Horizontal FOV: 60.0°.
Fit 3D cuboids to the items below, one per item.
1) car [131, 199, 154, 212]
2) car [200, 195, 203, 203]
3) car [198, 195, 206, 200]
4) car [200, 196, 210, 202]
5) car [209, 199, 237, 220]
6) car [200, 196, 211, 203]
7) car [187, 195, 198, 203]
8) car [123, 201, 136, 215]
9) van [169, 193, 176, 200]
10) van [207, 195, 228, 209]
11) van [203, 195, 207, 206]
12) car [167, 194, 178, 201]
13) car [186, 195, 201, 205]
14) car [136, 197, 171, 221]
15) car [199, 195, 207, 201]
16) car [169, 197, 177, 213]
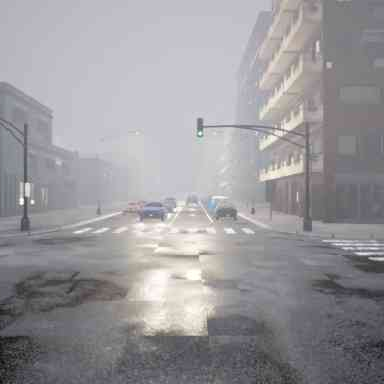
[{"bbox_3d":[-5.660,1.532,38.609,1.887,1.381,4.507,1,0,0],"label":"car"},{"bbox_3d":[2.729,1.499,55.553,1.752,1.417,4.829,1,0,0],"label":"car"},{"bbox_3d":[2.748,1.466,94.449,2.008,1.369,4.403,1,0,0],"label":"car"},{"bbox_3d":[2.737,1.518,72.126,1.947,1.339,4.313,1,0,0],"label":"car"},{"bbox_3d":[2.715,1.544,27.480,2.008,1.369,4.403,1,0,0],"label":"car"},{"bbox_3d":[2.734,1.526,66.545,1.947,1.339,4.313,1,0,0],"label":"car"},{"bbox_3d":[0.031,1.450,67.389,2.128,1.511,4.902,0,0,0],"label":"car"},{"bbox_3d":[-5.663,1.572,33.028,1.802,1.307,4.206,1,0,0],"label":"car"},{"bbox_3d":[-5.629,1.256,94.411,1.690,1.788,3.998,1,0,0],"label":"van"},{"bbox_3d":[2.720,1.332,33.060,1.690,1.788,3.998,1,0,0],"label":"van"},{"bbox_3d":[2.726,1.325,44.222,1.690,1.788,3.998,1,0,0],"label":"van"},{"bbox_3d":[-3.057,1.485,46.949,1.837,1.490,4.892,0,0,1],"label":"car"},{"bbox_3d":[0.027,1.323,57.353,2.097,1.767,4.553,0,0,0],"label":"car"},{"bbox_3d":[-3.078,1.471,27.453,1.882,1.535,5.008,0,0,0],"label":"car"},{"bbox_3d":[2.742,1.479,83.288,1.887,1.381,4.507,1,0,0],"label":"car"},{"bbox_3d":[-3.066,1.552,36.691,1.994,1.385,4.181,0,0,1],"label":"car"}]
